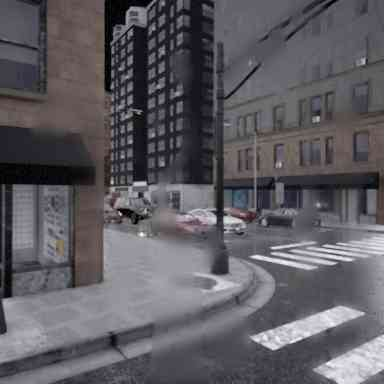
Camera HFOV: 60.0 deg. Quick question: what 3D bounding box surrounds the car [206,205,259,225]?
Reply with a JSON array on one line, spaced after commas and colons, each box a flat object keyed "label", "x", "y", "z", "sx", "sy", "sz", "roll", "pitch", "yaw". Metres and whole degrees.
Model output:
[{"label": "car", "x": 3.155, "y": 1.784, "z": 26.536, "sx": 1.802, "sy": 1.307, "sz": 4.206, "roll": 0, "pitch": 0, "yaw": -35}]

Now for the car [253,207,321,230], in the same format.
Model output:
[{"label": "car", "x": 6.325, "y": 1.698, "z": 22.007, "sx": 2.008, "sy": 1.369, "sz": 4.403, "roll": 0, "pitch": 0, "yaw": -35}]

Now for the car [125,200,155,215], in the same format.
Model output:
[{"label": "car", "x": -6.357, "y": 1.809, "z": 40.127, "sx": 1.967, "sy": 1.590, "sz": 4.097, "roll": 0, "pitch": 0, "yaw": -35}]

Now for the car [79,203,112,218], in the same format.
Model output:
[{"label": "car", "x": -10.356, "y": 1.932, "z": 35.487, "sx": 1.895, "sy": 1.301, "sz": 4.718, "roll": 0, "pitch": -1, "yaw": -35}]

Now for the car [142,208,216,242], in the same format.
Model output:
[{"label": "car", "x": -0.645, "y": 1.695, "z": 17.098, "sx": 1.802, "sy": 1.307, "sz": 4.206, "roll": 0, "pitch": 0, "yaw": -35}]

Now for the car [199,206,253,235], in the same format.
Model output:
[{"label": "car", "x": 1.071, "y": 1.656, "z": 19.126, "sx": 1.812, "sy": 1.442, "sz": 4.674, "roll": 0, "pitch": -1, "yaw": -34}]

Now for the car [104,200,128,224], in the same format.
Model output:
[{"label": "car", "x": -6.988, "y": 1.664, "z": 26.160, "sx": 1.967, "sy": 1.590, "sz": 4.097, "roll": 0, "pitch": 0, "yaw": -35}]

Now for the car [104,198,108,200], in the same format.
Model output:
[{"label": "car", "x": -12.699, "y": 1.798, "z": 49.187, "sx": 2.192, "sy": 1.841, "sz": 5.009, "roll": 0, "pitch": 0, "yaw": -35}]

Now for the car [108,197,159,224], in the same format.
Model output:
[{"label": "car", "x": -4.611, "y": 1.451, "z": 27.261, "sx": 2.150, "sy": 2.045, "sz": 5.566, "roll": 0, "pitch": -1, "yaw": -35}]
